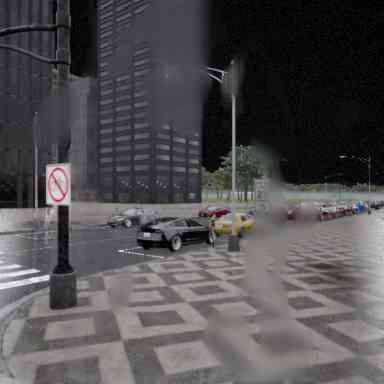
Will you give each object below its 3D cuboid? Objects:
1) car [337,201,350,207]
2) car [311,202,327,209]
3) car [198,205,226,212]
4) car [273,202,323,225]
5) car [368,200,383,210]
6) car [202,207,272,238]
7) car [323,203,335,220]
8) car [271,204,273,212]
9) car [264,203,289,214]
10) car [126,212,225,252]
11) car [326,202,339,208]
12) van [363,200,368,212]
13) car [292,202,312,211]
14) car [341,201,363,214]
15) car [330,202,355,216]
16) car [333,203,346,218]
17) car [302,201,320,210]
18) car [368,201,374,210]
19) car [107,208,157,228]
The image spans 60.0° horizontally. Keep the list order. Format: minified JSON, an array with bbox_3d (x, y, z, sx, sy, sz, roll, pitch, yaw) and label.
[{"bbox_3d":[38.346,3.037,84.179,2.008,1.369,4.403,-1,-1,35],"label":"car"},{"bbox_3d":[25.240,2.673,65.799,1.887,1.381,4.507,-1,-2,35],"label":"car"},{"bbox_3d":[2.307,2.016,33.634,1.887,1.381,4.507,-1,-2,35],"label":"car"},{"bbox_3d":[9.242,1.791,28.685,2.192,1.841,5.009,-1,-2,35],"label":"car"},{"bbox_3d":[35.455,2.539,65.447,2.192,1.841,5.009,-1,-2,35],"label":"car"},{"bbox_3d":[2.789,1.824,19.627,1.752,1.417,4.829,-1,-2,35],"label":"car"},{"bbox_3d":[12.519,2.114,33.274,1.887,1.381,4.507,-1,-2,35],"label":"car"},{"bbox_3d":[8.858,2.210,42.824,2.008,1.369,4.403,-1,-2,35],"label":"car"},{"bbox_3d":[12.134,2.305,47.418,2.008,1.369,4.403,-1,-2,35],"label":"car"},{"bbox_3d":[-0.585,1.775,14.893,1.947,1.339,4.313,-1,-2,35],"label":"car"},{"bbox_3d":[31.794,2.891,74.989,1.802,1.307,4.206,-1,-2,35],"label":"car"},{"bbox_3d":[25.625,2.289,51.660,1.690,1.788,3.998,-1,-2,35],"label":"van"},{"bbox_3d":[18.687,2.494,56.609,2.008,1.369,4.403,-1,-2,35],"label":"car"},{"bbox_3d":[22.349,2.294,47.063,1.967,1.590,4.097,-1,-2,35],"label":"car"},{"bbox_3d":[19.072,2.304,42.465,1.887,1.381,4.507,-1,-2,35],"label":"car"},{"bbox_3d":[15.800,2.246,37.874,1.802,1.307,4.206,-1,-2,36],"label":"car"},{"bbox_3d":[21.963,2.476,61.206,1.967,1.590,4.097,-1,-2,35],"label":"car"},{"bbox_3d":[28.903,2.592,56.251,2.008,1.369,4.403,-1,-2,35],"label":"car"},{"bbox_3d":[-4.245,1.842,24.443,2.008,1.369,4.403,-1,-1,35],"label":"car"}]
